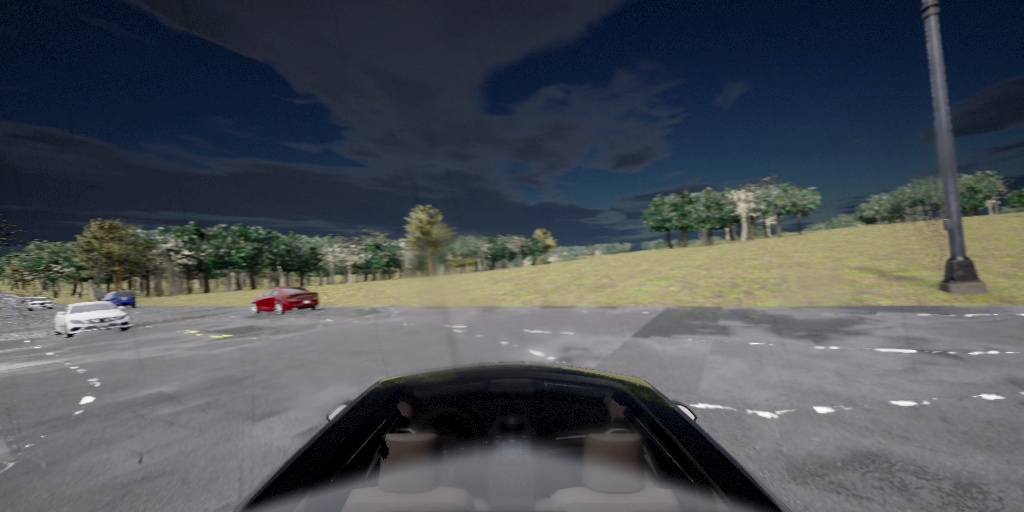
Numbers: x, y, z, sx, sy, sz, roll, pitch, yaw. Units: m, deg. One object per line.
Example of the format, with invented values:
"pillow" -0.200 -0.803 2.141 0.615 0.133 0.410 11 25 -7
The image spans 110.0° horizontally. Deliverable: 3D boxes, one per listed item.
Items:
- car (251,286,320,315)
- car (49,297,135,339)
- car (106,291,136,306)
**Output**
"car" -13.249 2.540 20.864 5.008 1.535 1.882 -5 -2 33
"car" -19.372 2.839 16.497 4.674 1.442 1.812 -5 -2 33
"car" -46.942 5.277 42.763 5.566 2.045 2.150 -5 -2 33
